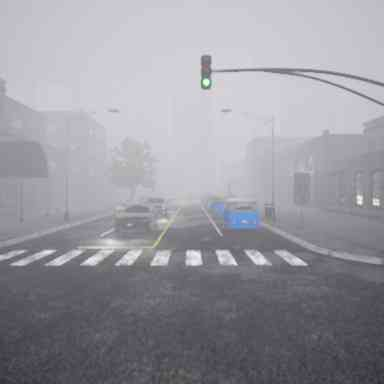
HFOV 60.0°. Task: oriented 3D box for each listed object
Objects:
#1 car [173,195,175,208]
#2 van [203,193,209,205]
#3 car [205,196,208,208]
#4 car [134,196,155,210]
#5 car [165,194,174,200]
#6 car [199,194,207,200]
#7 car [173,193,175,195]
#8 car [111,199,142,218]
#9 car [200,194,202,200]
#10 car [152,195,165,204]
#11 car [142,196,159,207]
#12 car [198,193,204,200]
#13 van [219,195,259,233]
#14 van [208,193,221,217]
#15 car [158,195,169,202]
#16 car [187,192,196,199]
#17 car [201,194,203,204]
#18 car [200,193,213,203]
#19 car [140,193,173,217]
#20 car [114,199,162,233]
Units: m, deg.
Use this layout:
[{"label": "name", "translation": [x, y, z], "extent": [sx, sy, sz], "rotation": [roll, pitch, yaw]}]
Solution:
[{"label": "car", "translation": [-3.128, 1.430, 40.915], "extent": [1.895, 1.301, 4.718], "rotation": [0, 0, 0]}, {"label": "van", "translation": [2.647, 1.170, 40.860], "extent": [1.690, 1.788, 3.998], "rotation": [0, 0, 0]}, {"label": "car", "translation": [2.653, 1.394, 35.338], "extent": [1.887, 1.381, 4.507], "rotation": [0, 0, 0]}, {"label": "car", "translation": [-5.733, 1.269, 40.871], "extent": [1.967, 1.590, 4.097], "rotation": [0, 0, 0]}, {"label": "car", "translation": [-5.777, 1.259, 85.043], "extent": [1.947, 1.339, 4.313], "rotation": [0, 0, 0]}, {"label": "car", "translation": [2.609, 1.253, 79.513], "extent": [1.887, 1.381, 4.507], "rotation": [0, 0, 0]}, {"label": "car", "translation": [-5.772, 1.233, 79.351], "extent": [1.752, 1.417, 4.829], "rotation": [0, 0, 0]}, {"label": "car", "translation": [-5.722, 1.396, 29.656], "extent": [1.752, 1.417, 4.829], "rotation": [0, 0, 0]}, {"label": "car", "translation": [2.636, 1.357, 51.903], "extent": [1.947, 1.339, 4.313], "rotation": [0, 0, 0]}, {"label": "car", "translation": [-5.749, 1.317, 57.435], "extent": [1.887, 1.381, 4.507], "rotation": [0, 0, 0]}, {"label": "car", "translation": [-5.739, 1.354, 46.392], "extent": [1.887, 1.381, 4.507], "rotation": [0, 0, 0]}, {"label": "car", "translation": [2.630, 1.088, 57.426], "extent": [2.192, 1.841, 5.009], "rotation": [0, 0, 0]}, {"label": "van", "translation": [2.669, 1.256, 18.773], "extent": [1.690, 1.788, 3.998], "rotation": [0, 0, 0]}, {"label": "van", "translation": [2.658, 1.211, 29.816], "extent": [1.690, 1.788, 3.998], "rotation": [0, 0, 0]}, {"label": "car", "translation": [-5.760, 1.283, 68.478], "extent": [1.887, 1.381, 4.507], "rotation": [0, 0, 0]}, {"label": "car", "translation": [-0.086, 0.910, 87.276], "extent": [2.150, 2.045, 5.566], "rotation": [0, 0, 0]}, {"label": "car", "translation": [2.642, 1.334, 46.552], "extent": [1.752, 1.417, 4.829], "rotation": [0, 0, 0]}, {"label": "car", "translation": [2.625, 1.070, 62.947], "extent": [2.192, 1.841, 5.009], "rotation": [0, 0, 0]}, {"label": "car", "translation": [-3.124, 1.224, 29.305], "extent": [2.097, 1.767, 4.553], "rotation": [0, 0, 0]}, {"label": "car", "translation": [-3.119, 1.390, 19.332], "extent": [1.882, 1.535, 5.008], "rotation": [0, 0, 1]}]
